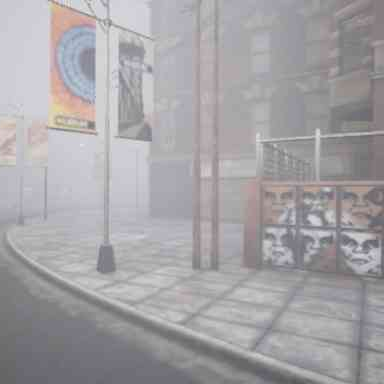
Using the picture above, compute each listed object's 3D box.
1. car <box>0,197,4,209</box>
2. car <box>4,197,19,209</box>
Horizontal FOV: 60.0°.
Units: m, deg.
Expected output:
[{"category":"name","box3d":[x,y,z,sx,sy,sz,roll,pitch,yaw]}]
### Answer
[{"category":"car","box3d":[-16.048,1.221,24.580,2.097,1.767,4.553,1,0,-12]},{"category":"car","box3d":[-22.506,1.338,39.025,1.812,1.442,4.674,0,0,15]}]
